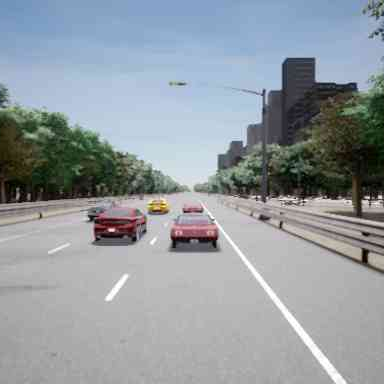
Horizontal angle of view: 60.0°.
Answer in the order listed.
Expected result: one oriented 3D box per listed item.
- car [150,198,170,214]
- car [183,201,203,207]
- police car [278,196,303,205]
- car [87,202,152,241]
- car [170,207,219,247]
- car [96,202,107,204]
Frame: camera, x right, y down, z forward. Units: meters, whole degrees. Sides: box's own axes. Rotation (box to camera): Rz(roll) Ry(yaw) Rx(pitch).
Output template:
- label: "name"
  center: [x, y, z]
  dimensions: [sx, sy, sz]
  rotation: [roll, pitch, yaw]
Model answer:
- label: "car"
  center: [-3.408, 1.394, 34.655]
  dimensions: [1.882, 1.535, 5.008]
  rotation: [0, 0, 0]
- label: "car"
  center: [0.091, 1.527, 31.592]
  dimensions: [1.895, 1.301, 4.718]
  rotation: [0, 0, 0]
- label: "police car"
  center: [18.318, 1.524, 61.981]
  dimensions: [2.038, 1.542, 4.974]
  rotation: [0, 1, -35]
- label: "car"
  center: [-3.405, 1.451, 16.563]
  dimensions: [1.882, 1.535, 5.008]
  rotation: [0, 0, 0]
- label: "car"
  center: [0.096, 1.579, 14.883]
  dimensions: [1.895, 1.301, 4.718]
  rotation: [0, 0, 0]
- label: "car"
  center: [-6.905, 1.489, 26.920]
  dimensions: [2.033, 1.411, 5.357]
  rotation: [0, 0, 0]
